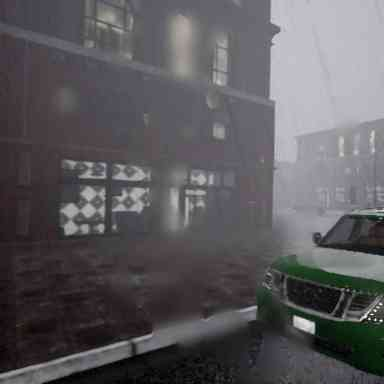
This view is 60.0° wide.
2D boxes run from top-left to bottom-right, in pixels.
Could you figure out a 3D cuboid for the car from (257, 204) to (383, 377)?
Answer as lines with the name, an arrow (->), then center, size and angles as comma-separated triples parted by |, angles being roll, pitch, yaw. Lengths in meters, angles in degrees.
car -> 3.600, 1.301, 5.689 | 5.566, 2.045, 2.150 | 1, 0, -36
